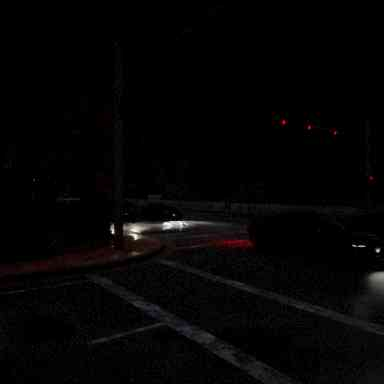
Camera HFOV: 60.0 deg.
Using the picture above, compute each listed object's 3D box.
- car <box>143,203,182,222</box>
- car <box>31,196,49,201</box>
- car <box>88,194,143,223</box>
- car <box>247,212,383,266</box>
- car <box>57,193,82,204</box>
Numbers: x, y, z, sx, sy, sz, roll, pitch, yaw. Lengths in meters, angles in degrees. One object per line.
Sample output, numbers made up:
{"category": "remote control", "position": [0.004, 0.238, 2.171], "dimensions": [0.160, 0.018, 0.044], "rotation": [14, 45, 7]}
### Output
{"category": "car", "position": [-2.565, 1.565, 26.823], "dimensions": [1.994, 1.385, 4.181], "rotation": [0, 0, -37]}
{"category": "car", "position": [-20.745, 1.352, 45.251], "dimensions": [2.097, 1.767, 4.553], "rotation": [0, 0, -36]}
{"category": "car", "position": [-6.341, 1.222, 26.020], "dimensions": [2.150, 2.045, 5.566], "rotation": [0, 0, -37]}
{"category": "car", "position": [4.147, 1.505, 11.921], "dimensions": [1.837, 1.490, 4.892], "rotation": [0, 0, -36]}
{"category": "car", "position": [-17.216, 1.225, 46.369], "dimensions": [2.150, 2.045, 5.566], "rotation": [0, 0, -36]}
